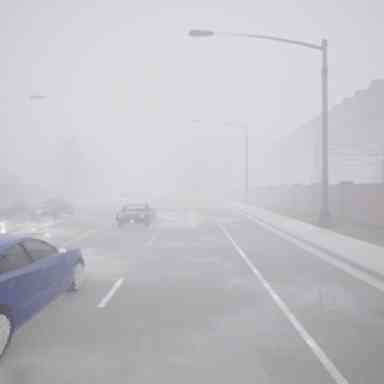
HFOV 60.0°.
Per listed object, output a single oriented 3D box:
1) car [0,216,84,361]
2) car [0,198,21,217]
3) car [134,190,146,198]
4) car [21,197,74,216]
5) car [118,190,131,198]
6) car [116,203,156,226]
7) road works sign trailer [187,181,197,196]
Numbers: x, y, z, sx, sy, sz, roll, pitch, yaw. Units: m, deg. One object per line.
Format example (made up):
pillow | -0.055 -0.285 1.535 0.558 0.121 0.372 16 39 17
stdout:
car | -3.425 1.445 5.718 1.882 1.535 5.008 0 0 0
car | -14.107 1.212 25.737 1.812 1.442 4.674 0 1 0
car | -10.521 0.392 67.828 1.837 1.490 4.892 0 1 0
car | -10.607 1.182 25.445 2.128 1.511 4.902 0 1 0
car | -14.022 0.390 69.188 2.128 1.511 4.902 0 1 0
car | -3.427 1.368 21.237 1.895 1.301 4.718 0 1 0
road works sign trailer | -0.025 -0.844 80.875 2.380 3.560 2.880 0 1 0
